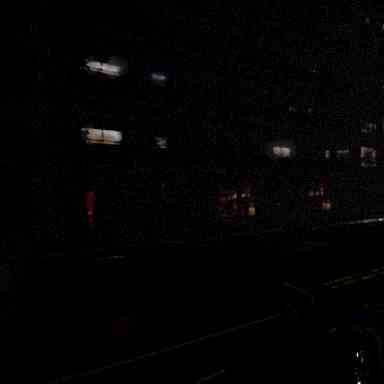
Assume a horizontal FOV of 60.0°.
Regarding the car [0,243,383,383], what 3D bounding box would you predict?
[{"bbox_3d":[-0.005,1.344,3.435,4.553,1.767,2.097,0,0,-36],"label":"car"}]
